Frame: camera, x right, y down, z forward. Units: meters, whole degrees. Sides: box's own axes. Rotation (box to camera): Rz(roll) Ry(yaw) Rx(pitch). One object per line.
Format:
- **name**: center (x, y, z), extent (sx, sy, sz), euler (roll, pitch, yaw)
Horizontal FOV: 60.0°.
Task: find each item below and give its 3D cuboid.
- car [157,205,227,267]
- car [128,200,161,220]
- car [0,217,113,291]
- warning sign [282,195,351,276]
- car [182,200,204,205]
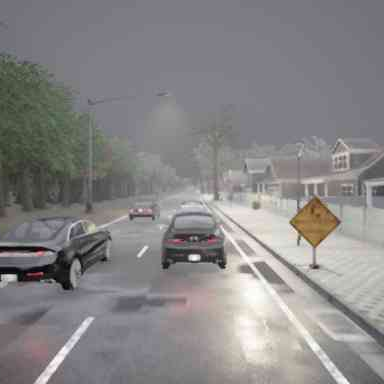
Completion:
- **car**: center (0.063, 1.388, 10.908), extent (1.837, 1.490, 4.892), euler (0, 1, 0)
- **car**: center (-3.457, 1.277, 24.893), extent (2.033, 1.411, 5.357), euler (0, 1, 0)
- **car**: center (-3.451, 1.396, 8.723), extent (2.128, 1.511, 4.902), euler (0, 1, 0)
- **warning sign**: center (3.042, 1.026, 8.265), extent (1.300, 1.860, 1.060), euler (0, 1, 0)
- **car**: center (0.057, 1.293, 28.183), extent (1.895, 1.301, 4.718), euler (0, 1, 0)
